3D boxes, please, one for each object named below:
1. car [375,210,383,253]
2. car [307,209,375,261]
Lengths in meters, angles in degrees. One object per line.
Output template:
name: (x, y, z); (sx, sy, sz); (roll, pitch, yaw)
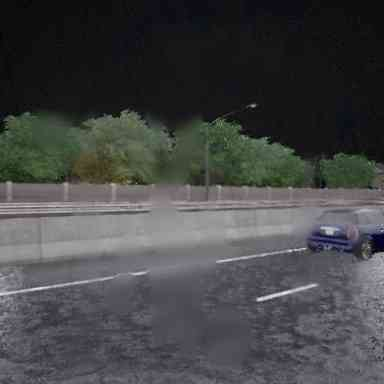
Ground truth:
car: (7.690, 1.291, 9.305); (5.566, 2.045, 2.150); (0, 0, -35)
car: (6.512, 1.425, 12.751); (4.553, 1.767, 2.097); (0, 0, -35)
